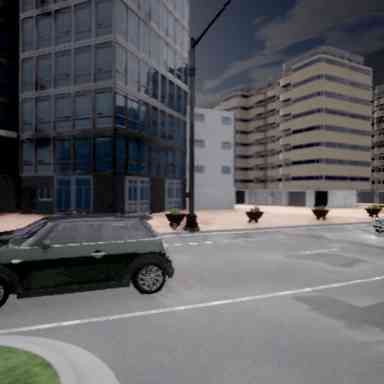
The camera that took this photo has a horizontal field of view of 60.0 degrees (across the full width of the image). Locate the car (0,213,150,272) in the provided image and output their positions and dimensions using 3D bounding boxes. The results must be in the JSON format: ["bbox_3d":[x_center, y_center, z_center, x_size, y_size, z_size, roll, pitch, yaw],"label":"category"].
[{"bbox_3d":[-4.199,1.485,10.581,5.357,1.411,2.033,0,0,-21],"label":"car"}]

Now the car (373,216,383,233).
[{"bbox_3d":[12.006,1.535,18.117,4.674,1.442,1.812,0,0,-26],"label":"car"}]

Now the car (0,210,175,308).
[{"bbox_3d":[-2.760,1.308,7.462,4.553,1.767,2.097,0,0,-22],"label":"car"}]
